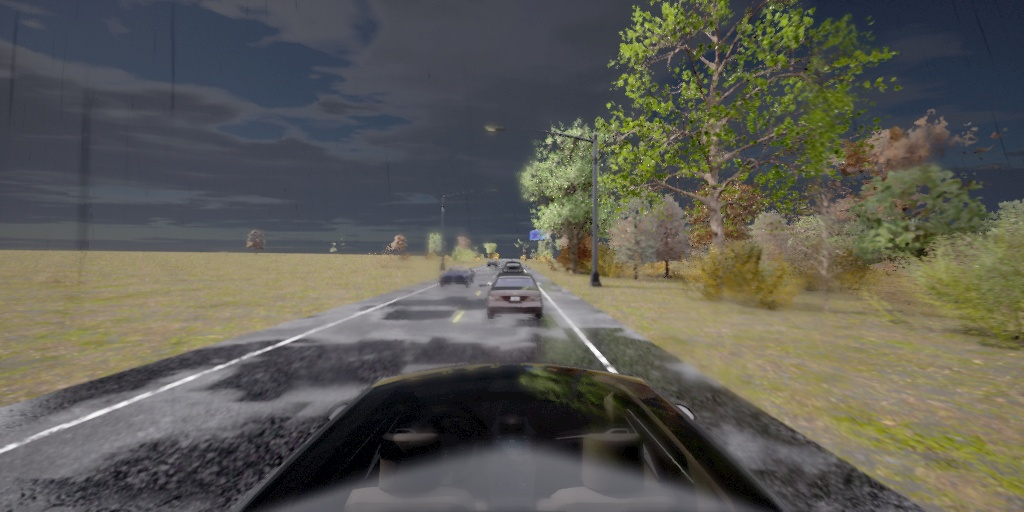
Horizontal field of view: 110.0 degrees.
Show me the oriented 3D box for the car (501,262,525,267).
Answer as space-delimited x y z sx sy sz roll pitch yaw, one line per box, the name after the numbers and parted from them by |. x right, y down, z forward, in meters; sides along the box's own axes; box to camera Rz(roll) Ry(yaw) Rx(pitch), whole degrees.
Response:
0.093 1.265 32.133 1.837 1.490 4.892 0 0 0 | car

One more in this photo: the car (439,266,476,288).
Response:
-3.605 1.357 24.174 1.895 1.301 4.718 0 0 0 | car

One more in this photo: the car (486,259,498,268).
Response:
-3.529 1.326 64.211 2.033 1.411 5.357 0 0 0 | car

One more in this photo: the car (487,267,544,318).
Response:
0.098 1.300 13.019 2.033 1.411 5.357 0 0 0 | car
